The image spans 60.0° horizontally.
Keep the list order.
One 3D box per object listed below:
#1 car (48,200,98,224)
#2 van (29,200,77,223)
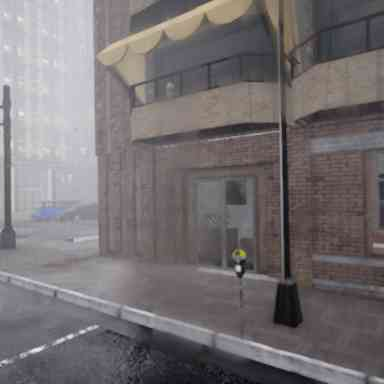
[{"bbox_3d":[-8.409,1.648,26.317,1.837,1.490,4.892,-2,-1,36],"label":"car"},{"bbox_3d":[-11.035,1.542,27.109,1.690,1.788,3.998,-2,-1,36],"label":"van"}]
